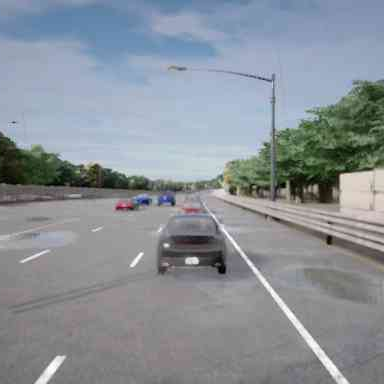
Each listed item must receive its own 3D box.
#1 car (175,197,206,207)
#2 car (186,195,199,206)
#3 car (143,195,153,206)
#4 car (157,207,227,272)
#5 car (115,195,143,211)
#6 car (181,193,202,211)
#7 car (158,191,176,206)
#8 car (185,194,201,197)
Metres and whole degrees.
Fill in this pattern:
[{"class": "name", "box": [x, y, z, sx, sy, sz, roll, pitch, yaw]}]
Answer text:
[{"class": "car", "box": [0.009, 1.319, 23.045, 1.812, 1.442, 4.674, 0, 0, 0]}, {"class": "car", "box": [0.115, 1.138, 47.409, 1.812, 1.442, 4.674, 0, 1, 2]}, {"class": "car", "box": [-6.874, 1.130, 47.830, 1.882, 1.535, 5.008, 0, 0, 2]}, {"class": "car", "box": [-0.001, 1.409, 10.351, 1.837, 1.490, 4.892, 0, 0, 0]}, {"class": "car", "box": [-7.003, 1.289, 36.282, 1.994, 1.385, 4.181, 0, 0, 0]}, {"class": "car", "box": [-0.015, 1.051, 36.016, 2.097, 1.767, 4.553, 0, 1, 0]}, {"class": "car", "box": [-3.432, 0.866, 46.022, 2.150, 2.045, 5.566, 0, 1, 2]}, {"class": "car", "box": [-0.002, 1.235, 31.268, 1.837, 1.490, 4.892, 0, 0, 0]}]
